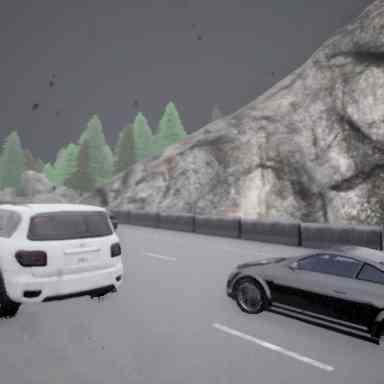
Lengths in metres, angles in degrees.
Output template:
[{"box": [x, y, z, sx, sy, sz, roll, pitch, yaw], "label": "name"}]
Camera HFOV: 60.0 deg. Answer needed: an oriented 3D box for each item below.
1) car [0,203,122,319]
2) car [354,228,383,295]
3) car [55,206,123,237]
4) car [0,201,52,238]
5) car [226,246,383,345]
[{"box": [-3.816, 1.262, 7.799, 2.150, 2.045, 5.566, 2, -1, -44], "label": "car"}, {"box": [6.419, 1.766, 7.426, 1.812, 1.442, 4.674, 2, -1, -45], "label": "car"}, {"box": [-6.369, 1.666, 20.239, 1.837, 1.490, 4.892, 2, -1, -45], "label": "car"}, {"box": [-9.914, 1.422, 18.843, 2.097, 1.767, 4.553, 2, -1, -45], "label": "car"}, {"box": [2.673, 1.713, 6.225, 1.994, 1.385, 4.181, 2, -1, -45], "label": "car"}]
